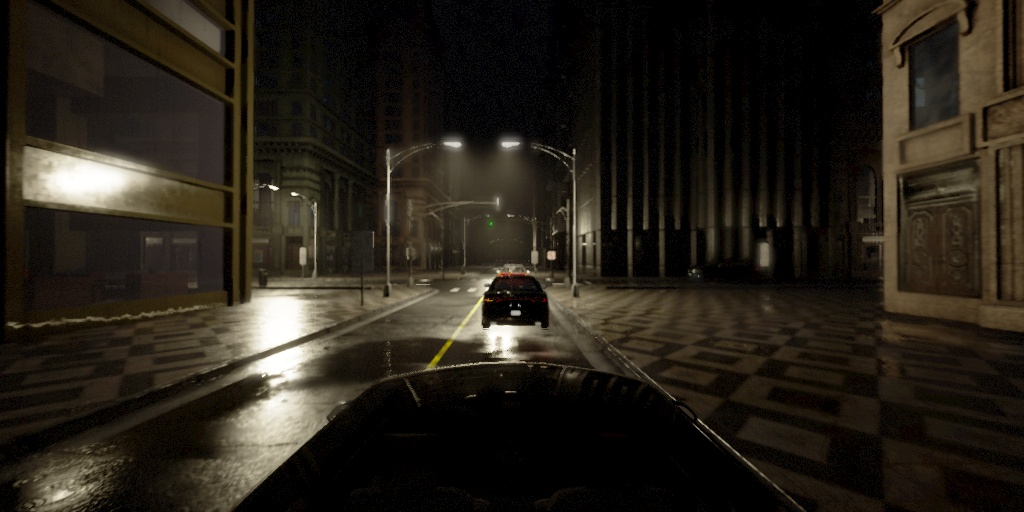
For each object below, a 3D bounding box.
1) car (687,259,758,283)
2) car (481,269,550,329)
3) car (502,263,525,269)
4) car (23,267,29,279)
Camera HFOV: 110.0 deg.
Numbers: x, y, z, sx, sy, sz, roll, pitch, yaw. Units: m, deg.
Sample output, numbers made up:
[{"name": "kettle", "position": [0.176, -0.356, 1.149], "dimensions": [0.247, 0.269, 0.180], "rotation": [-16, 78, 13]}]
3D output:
[{"name": "car", "position": [18.470, 1.289, 31.566], "dimensions": [5.566, 2.045, 2.150], "rotation": [0, -1, 0]}, {"name": "car", "position": [0.097, 1.344, 11.714], "dimensions": [1.882, 1.535, 5.008], "rotation": [0, -1, 0]}, {"name": "car", "position": [0.090, 1.349, 23.054], "dimensions": [2.097, 1.767, 4.553], "rotation": [0, -1, 0]}, {"name": "car", "position": [-44.923, 1.520, 31.505], "dimensions": [5.008, 1.535, 1.882], "rotation": [0, -1, 1]}]
